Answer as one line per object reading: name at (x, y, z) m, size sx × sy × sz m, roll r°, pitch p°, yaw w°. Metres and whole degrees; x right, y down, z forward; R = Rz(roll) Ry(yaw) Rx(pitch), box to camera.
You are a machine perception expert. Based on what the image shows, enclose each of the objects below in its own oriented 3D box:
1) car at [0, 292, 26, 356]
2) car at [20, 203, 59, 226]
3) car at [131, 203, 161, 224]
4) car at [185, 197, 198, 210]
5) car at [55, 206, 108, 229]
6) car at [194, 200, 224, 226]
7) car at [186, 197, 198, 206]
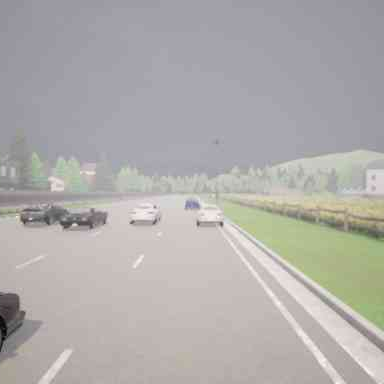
car at (-3.400, 1.552, 2.489) m, size 2.033 × 1.411 × 5.357 m, roll 0°, pitch 0°, yaw 0°
car at (-10.403, 1.539, 23.902) m, size 2.128 × 1.511 × 4.902 m, roll 0°, pitch 0°, yaw 0°
car at (-3.410, 1.574, 24.928) m, size 1.812 × 1.442 × 4.674 m, roll 0°, pitch 0°, yaw 0°
car at (0.012, 1.568, 45.614) m, size 1.882 × 1.535 × 5.008 m, roll 0°, pitch 0°, yaw 0°
car at (-6.903, 1.644, 21.796) m, size 1.895 × 1.301 × 4.718 m, roll 0°, pitch 0°, yaw 0°
car at (1.222, 1.573, 23.706) m, size 1.812 × 1.442 × 4.674 m, roll 0°, pitch 0°, yaw 0°
car at (-0.007, 1.608, 58.932) m, size 2.128 × 1.511 × 4.902 m, roll 0°, pitch 0°, yaw 0°
